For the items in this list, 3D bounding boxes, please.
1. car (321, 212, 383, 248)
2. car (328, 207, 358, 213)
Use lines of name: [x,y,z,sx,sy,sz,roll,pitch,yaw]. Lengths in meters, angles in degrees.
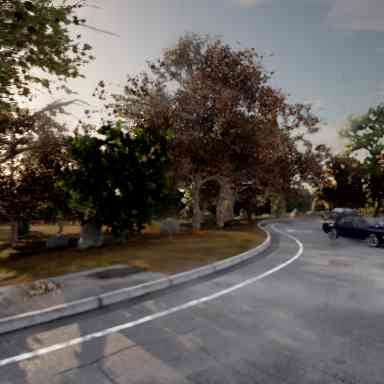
car: [8.931,1.977,17.202,1.895,1.301,4.718,2,-1,-13]
car: [15.873,2.364,35.589,4.674,1.442,1.812,2,-2,-32]
